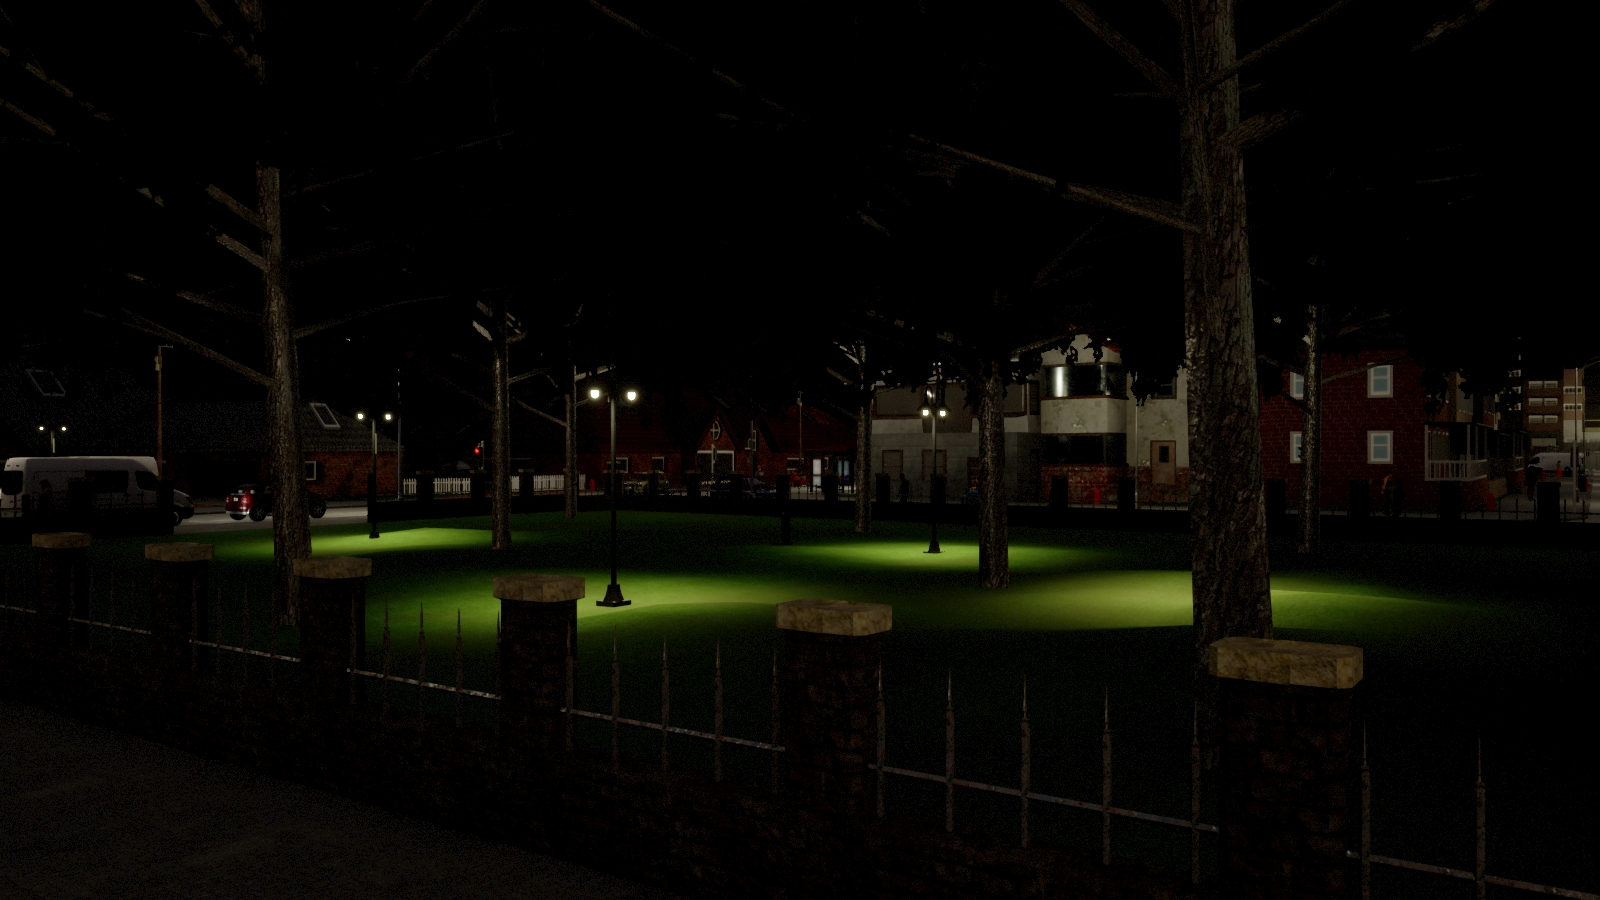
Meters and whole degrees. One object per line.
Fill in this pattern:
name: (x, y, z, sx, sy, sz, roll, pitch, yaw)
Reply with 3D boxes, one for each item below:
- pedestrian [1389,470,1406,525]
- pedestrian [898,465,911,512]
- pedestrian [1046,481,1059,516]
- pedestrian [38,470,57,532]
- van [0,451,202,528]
pedestrian: (20.573, 1.628, 39.341, 0.375, 1.860, 0.375, 0, 0, -22)
pedestrian: (4.147, 1.524, 45.298, 0.375, 1.860, 0.375, 0, 0, 35)
pedestrian: (9.438, 1.804, 42.669, 0.375, 1.300, 0.375, 0, 0, 27)
pedestrian: (-22.748, 1.525, 34.535, 0.375, 1.860, 0.375, 0, 0, 39)
van: (-24.847, 1.314, 40.778, 1.988, 2.561, 5.915, 0, 0, 36)
